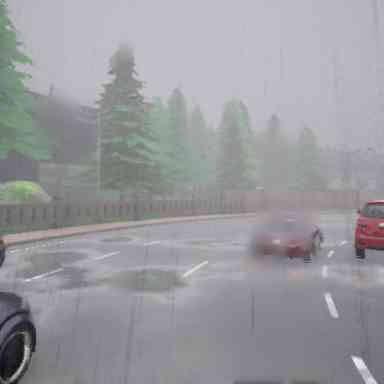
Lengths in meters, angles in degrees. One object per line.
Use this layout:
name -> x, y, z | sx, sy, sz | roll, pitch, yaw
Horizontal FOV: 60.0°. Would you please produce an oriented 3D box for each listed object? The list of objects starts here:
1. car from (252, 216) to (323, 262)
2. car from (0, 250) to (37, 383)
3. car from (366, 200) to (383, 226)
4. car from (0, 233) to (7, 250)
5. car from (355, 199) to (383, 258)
car -> 3.647, 1.582, 12.381 | 1.994, 1.385, 4.181 | 1, 0, 26
car -> -3.118, 1.526, 2.523 | 1.994, 1.385, 4.181 | 1, 0, 8
car -> 14.922, 1.471, 24.294 | 4.553, 1.767, 2.097 | 1, 0, -36
car -> -5.972, 1.416, 6.476 | 2.128, 1.511, 4.902 | 0, 0, 13
car -> 7.478, 1.279, 12.484 | 2.150, 2.045, 5.566 | 0, 0, 31
